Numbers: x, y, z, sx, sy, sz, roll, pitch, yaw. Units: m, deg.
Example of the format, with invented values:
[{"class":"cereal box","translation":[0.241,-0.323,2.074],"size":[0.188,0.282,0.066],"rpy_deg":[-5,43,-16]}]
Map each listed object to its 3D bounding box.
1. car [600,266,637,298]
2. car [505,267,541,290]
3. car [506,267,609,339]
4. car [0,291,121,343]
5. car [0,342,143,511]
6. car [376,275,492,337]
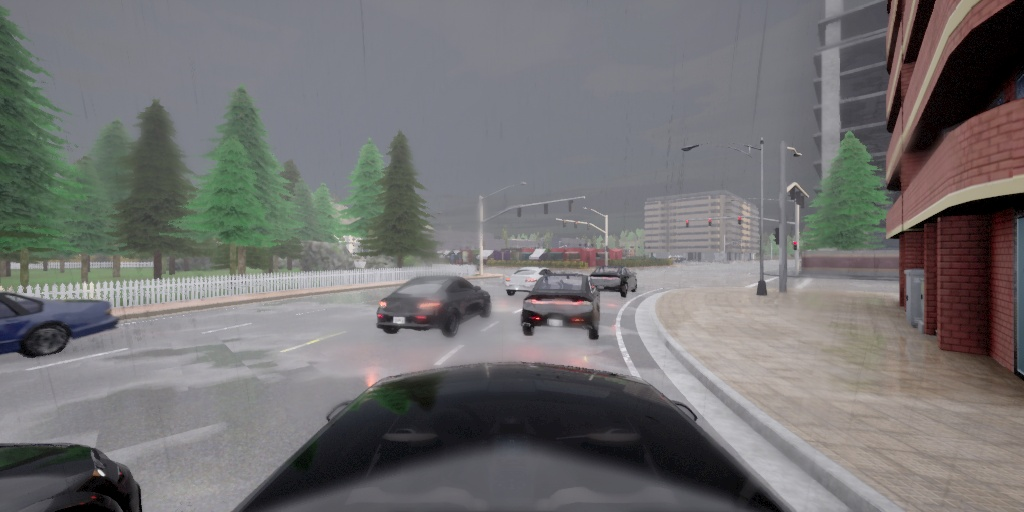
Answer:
[{"class":"car","translation":[5.320,1.242,18.788],"size":[2.128,1.511,4.902],"rpy_deg":[0,0,28]},{"class":"car","translation":[1.243,1.276,18.796],"size":[1.812,1.442,4.674],"rpy_deg":[0,0,26]},{"class":"car","translation":[1.549,1.242,10.167],"size":[2.128,1.511,4.902],"rpy_deg":[0,0,14]},{"class":"car","translation":[-10.213,1.297,5.871],"size":[2.033,1.411,5.357],"rpy_deg":[0,0,7]},{"class":"car","translation":[-3.170,1.314,0.387],"size":[1.994,1.385,4.181],"rpy_deg":[0,0,-2]},{"class":"car","translation":[-1.999,1.276,10.294],"size":[1.812,1.442,4.674],"rpy_deg":[0,0,13]}]
